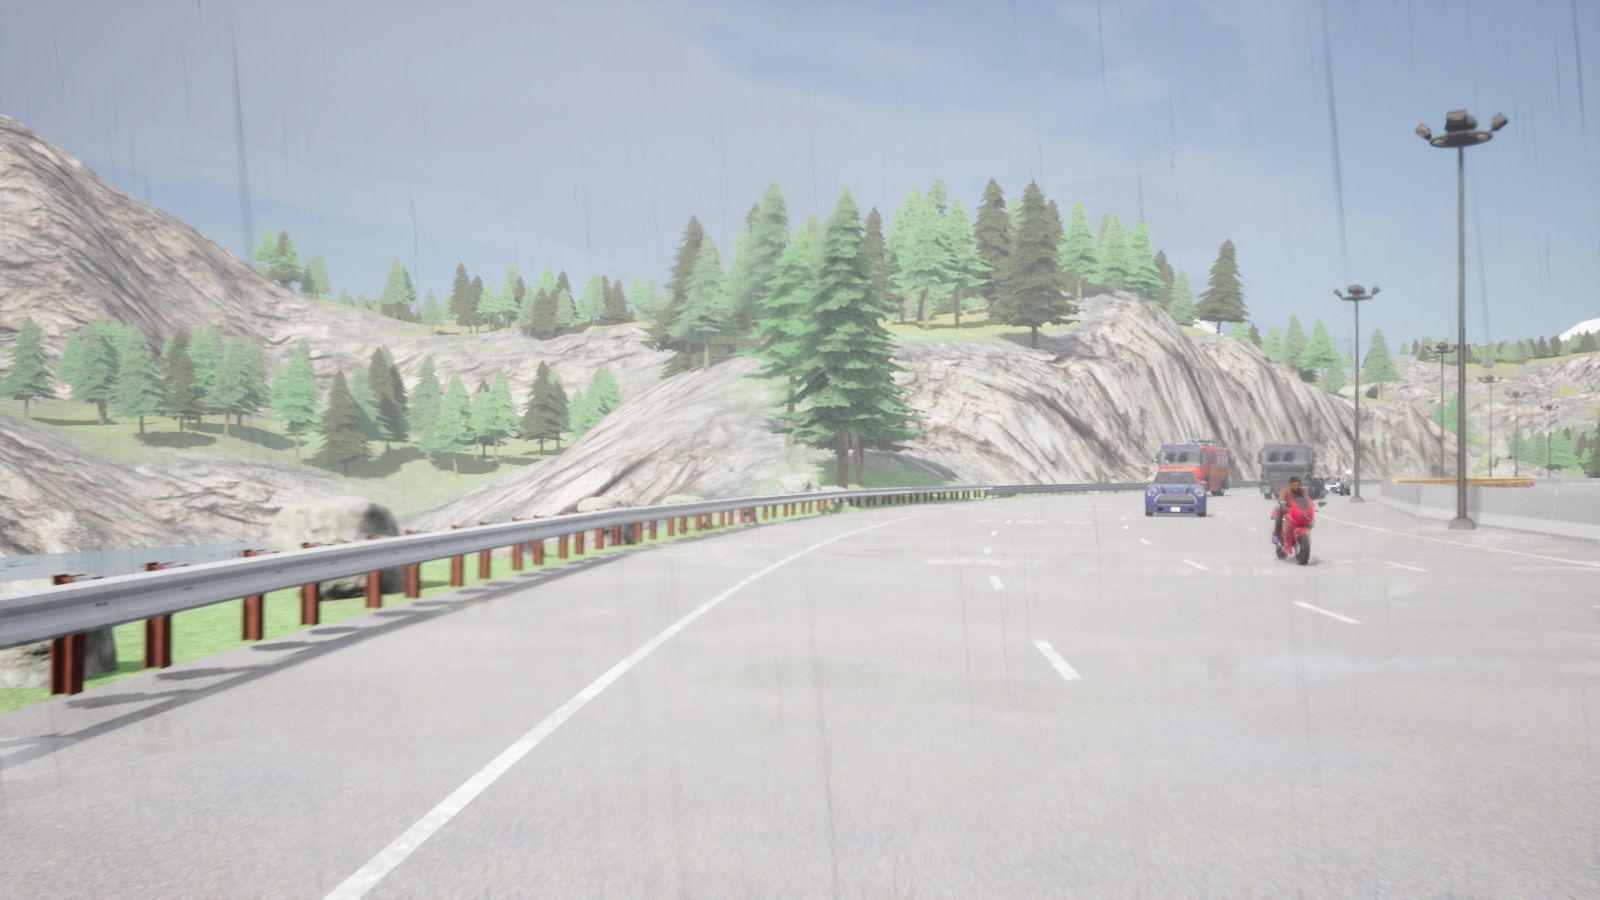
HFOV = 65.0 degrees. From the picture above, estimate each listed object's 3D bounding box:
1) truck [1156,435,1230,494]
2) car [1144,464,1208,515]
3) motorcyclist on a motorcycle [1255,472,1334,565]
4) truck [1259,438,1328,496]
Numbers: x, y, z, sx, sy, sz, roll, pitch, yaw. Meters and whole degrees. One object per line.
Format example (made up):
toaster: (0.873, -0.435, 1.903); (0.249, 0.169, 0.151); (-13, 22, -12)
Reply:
truck: (26.776, 1.021, 85.296); (2.891, 3.827, 8.468); (-1, -1, 31)
car: (13.663, 1.409, 45.704); (2.097, 1.767, 4.553); (0, -1, 16)
motorcyclist on a motorcycle: (8.547, 1.143, 21.780); (0.797, 1.523, 2.044); (1, -1, 8)
truck: (30.858, 1.079, 78.282); (2.891, 3.462, 7.936); (-1, -1, 29)
